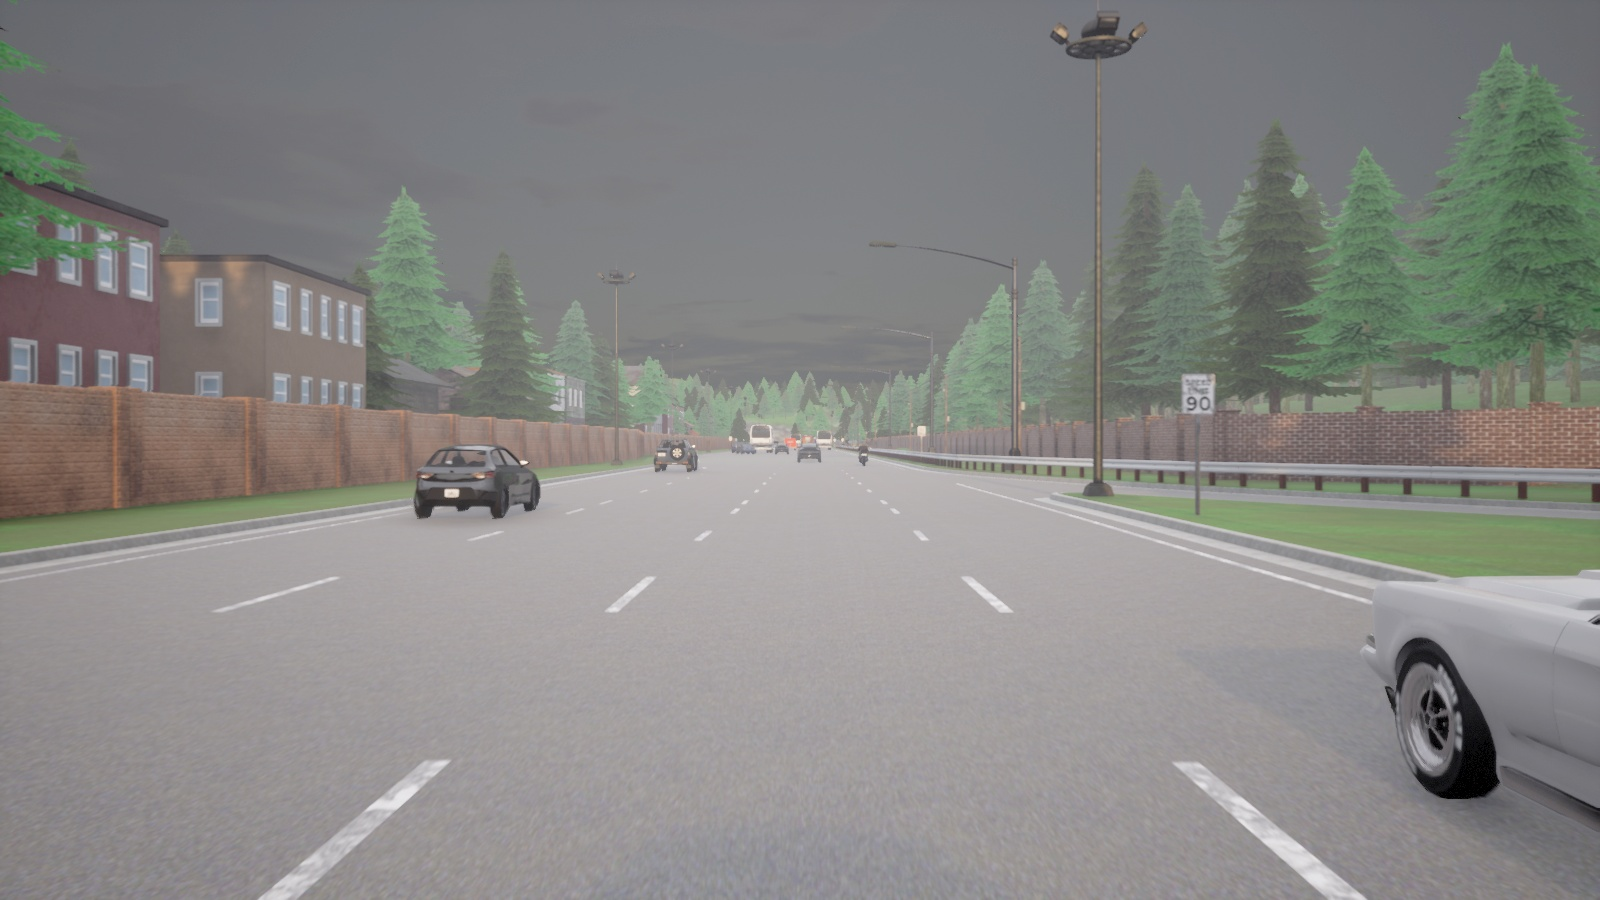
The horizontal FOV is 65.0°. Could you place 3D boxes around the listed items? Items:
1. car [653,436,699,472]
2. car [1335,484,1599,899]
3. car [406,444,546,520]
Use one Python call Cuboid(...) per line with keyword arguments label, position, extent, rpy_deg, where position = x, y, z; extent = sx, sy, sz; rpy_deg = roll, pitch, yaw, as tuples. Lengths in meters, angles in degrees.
Cuboid(label="car", position=(-6.446, 0.194, 65.676), extent=(1.932, 1.855, 4.605), rpy_deg=(0, 0, 0))
Cuboid(label="car", position=(3.535, 0.829, 3.731), extent=(1.895, 1.301, 4.718), rpy_deg=(0, 0, 0))
Cuboid(label="car", position=(-6.693, 0.608, 26.410), extent=(1.816, 1.474, 4.193), rpy_deg=(0, 0, 1))
